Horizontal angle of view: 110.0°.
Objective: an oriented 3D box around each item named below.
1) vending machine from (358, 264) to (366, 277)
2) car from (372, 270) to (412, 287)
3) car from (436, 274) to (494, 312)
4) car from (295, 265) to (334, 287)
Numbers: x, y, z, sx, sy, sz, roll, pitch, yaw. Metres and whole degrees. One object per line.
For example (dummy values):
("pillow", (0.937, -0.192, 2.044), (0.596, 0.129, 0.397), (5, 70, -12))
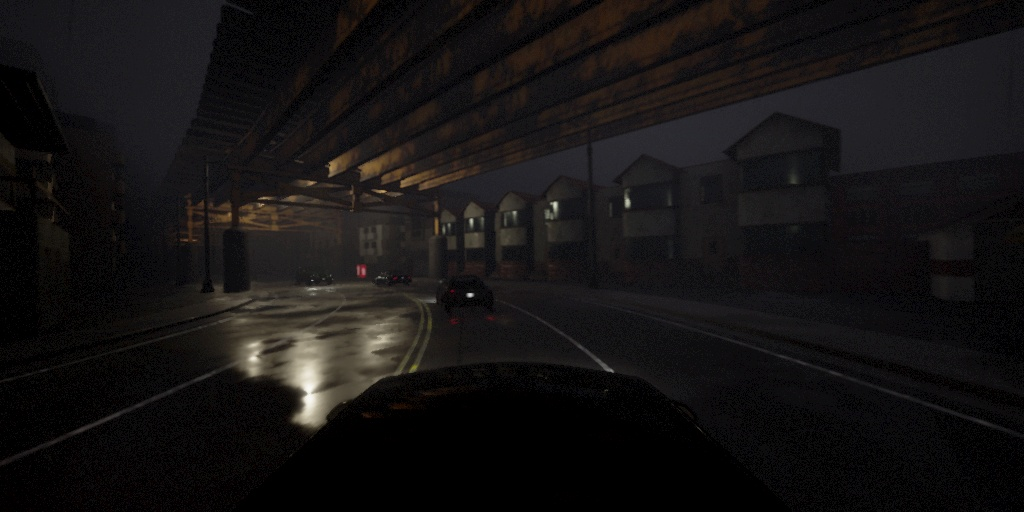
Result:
("vending machine", (-22.324, 2.244, 53.310), (0.880, 2.100, 1.100), (0, 0, 43))
("car", (-10.703, 1.950, 31.875), (2.033, 1.411, 5.357), (-1, -1, -39))
("car", (-2.118, 1.473, 15.369), (1.994, 1.385, 4.181), (-1, -1, -16))
("car", (-20.113, 1.967, 36.306), (5.566, 2.045, 2.150), (-3, -2, 43))
